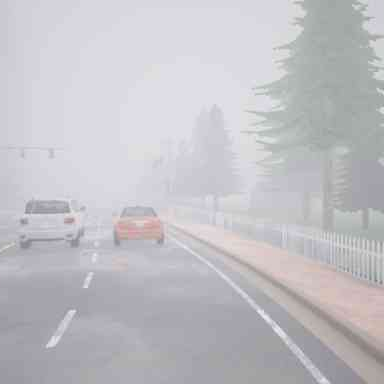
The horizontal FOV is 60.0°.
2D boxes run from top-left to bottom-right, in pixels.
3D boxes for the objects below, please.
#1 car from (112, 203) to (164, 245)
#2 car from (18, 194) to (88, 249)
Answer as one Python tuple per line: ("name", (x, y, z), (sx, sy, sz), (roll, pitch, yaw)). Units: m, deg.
("car", (-2.662, 1.364, 15.692), (2.097, 1.767, 4.553), (0, 0, -15))
("car", (-6.062, 1.256, 14.859), (2.150, 2.045, 5.566), (0, 0, -15))
